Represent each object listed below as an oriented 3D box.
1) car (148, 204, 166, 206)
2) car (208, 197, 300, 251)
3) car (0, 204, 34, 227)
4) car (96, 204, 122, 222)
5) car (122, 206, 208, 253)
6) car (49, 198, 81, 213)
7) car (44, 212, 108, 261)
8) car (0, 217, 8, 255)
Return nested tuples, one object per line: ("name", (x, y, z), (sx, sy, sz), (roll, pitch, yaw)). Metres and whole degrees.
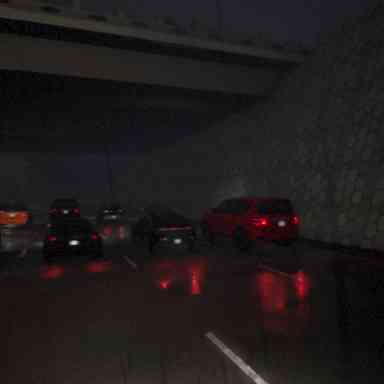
("car", (-2.921, 1.714, 27.410), (2.033, 1.411, 5.357), (-1, 0, -21))
("car", (2.266, 1.243, 14.467), (2.150, 2.045, 5.566), (-1, 0, -21))
("car", (-13.426, 1.697, 25.455), (2.097, 1.767, 4.553), (-1, 0, -21))
("car", (-6.960, 1.733, 28.142), (2.128, 1.511, 4.902), (-1, 0, -21))
("car", (-1.385, 1.576, 14.218), (2.128, 1.511, 4.902), (-1, 0, -21))
("car", (-9.791, 1.505, 25.750), (2.150, 2.045, 5.566), (-1, 0, -21))
("car", (-4.699, 1.703, 13.088), (1.994, 1.385, 4.181), (-1, 0, -21))
("car", (-7.659, 1.784, 11.043), (1.895, 1.301, 4.718), (-1, 0, -21))
